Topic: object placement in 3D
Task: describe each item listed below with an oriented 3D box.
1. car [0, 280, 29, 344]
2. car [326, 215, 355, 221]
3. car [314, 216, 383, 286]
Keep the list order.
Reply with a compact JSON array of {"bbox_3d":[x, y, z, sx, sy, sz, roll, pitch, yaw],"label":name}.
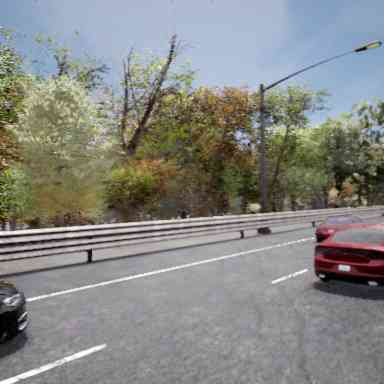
[{"bbox_3d":[-4.700,1.674,4.076,2.128,1.511,4.902,-2,-2,43],"label":"car"},{"bbox_3d":[8.377,1.956,18.099,1.994,1.385,4.181,-2,-2,43],"label":"car"},{"bbox_3d":[5.304,1.681,9.713,1.882,1.535,5.008,-2,-2,43],"label":"car"}]
